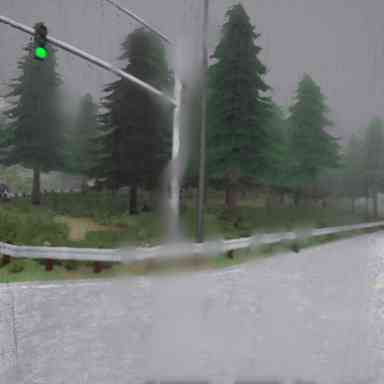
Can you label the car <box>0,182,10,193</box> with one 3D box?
[{"bbox_3d":[-22.619,-0.426,37.352,1.837,1.490,4.892,1,2,8],"label":"car"}]
